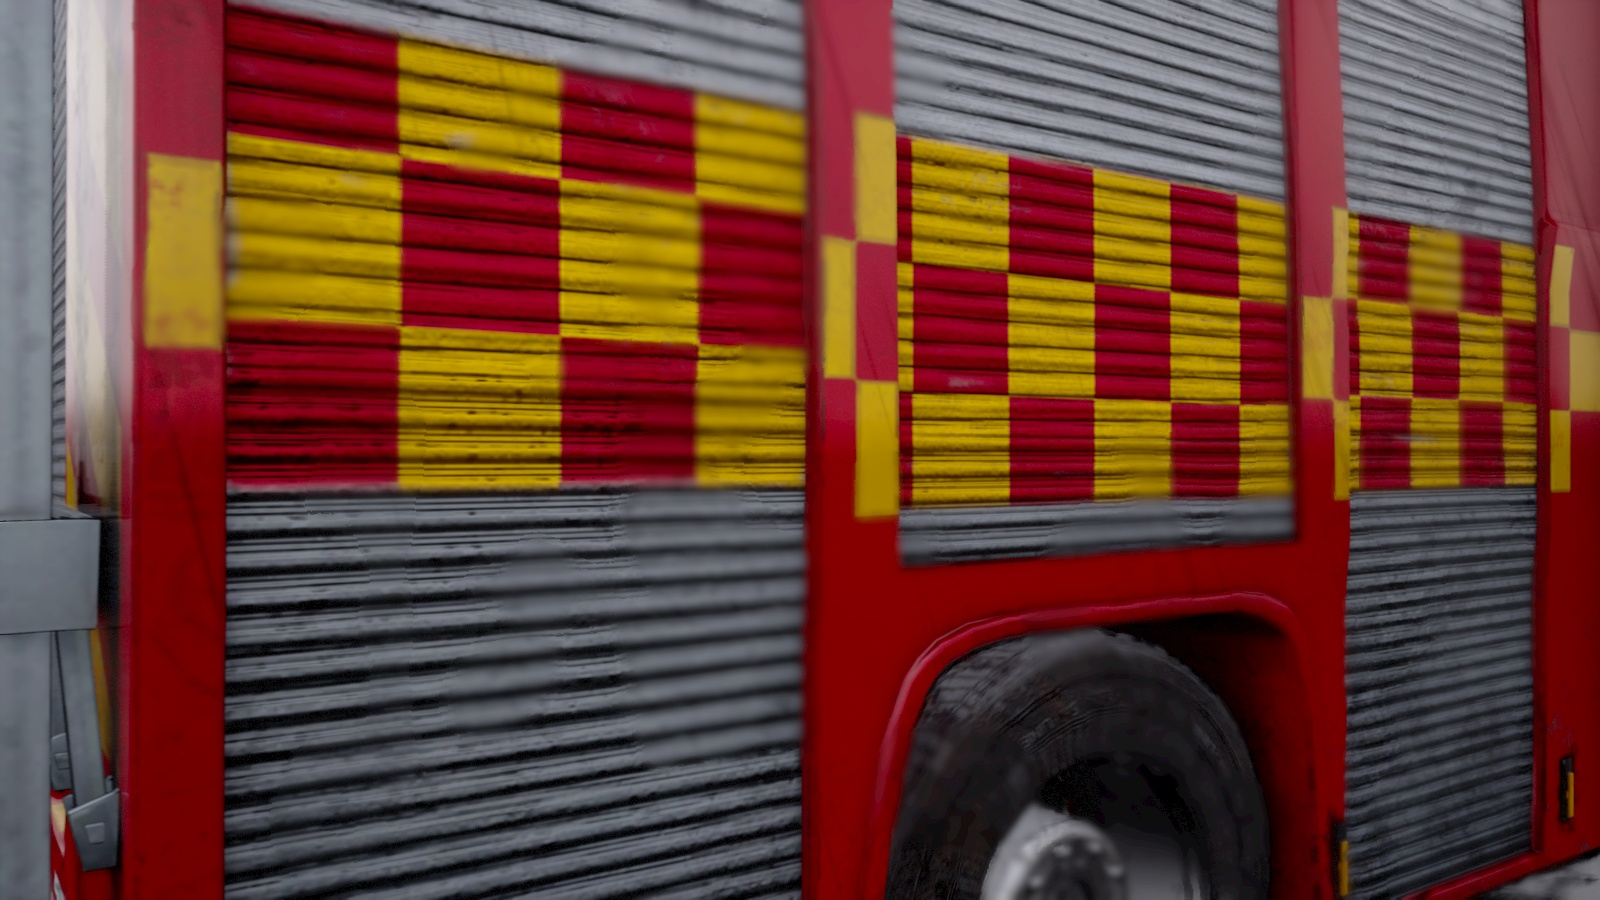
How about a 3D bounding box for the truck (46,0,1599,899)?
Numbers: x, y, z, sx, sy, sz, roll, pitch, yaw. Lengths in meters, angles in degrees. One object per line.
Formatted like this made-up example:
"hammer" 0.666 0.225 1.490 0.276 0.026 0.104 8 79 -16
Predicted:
"truck" 2.001 -0.411 5.065 8.468 3.827 2.891 0 0 -35
